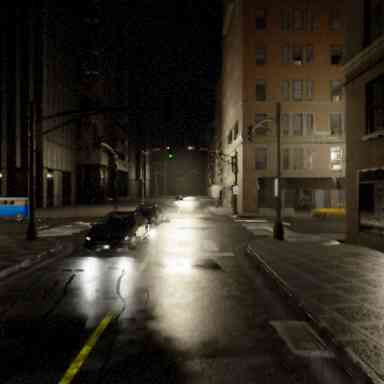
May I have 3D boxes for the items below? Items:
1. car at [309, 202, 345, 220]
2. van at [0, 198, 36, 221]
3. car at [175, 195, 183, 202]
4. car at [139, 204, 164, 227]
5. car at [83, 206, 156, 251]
[{"bbox_3d":[12.121,1.503,27.131,4.829,1.417,1.752,0,0,-1],"label":"car"},{"bbox_3d":[-14.722,1.366,26.727,3.998,1.788,1.690,0,0,-1],"label":"van"},{"bbox_3d":[-2.985,1.452,77.994,2.128,1.511,4.902,0,0,0],"label":"car"},{"bbox_3d":[-2.999,1.545,22.906,2.033,1.411,5.357,0,0,0],"label":"car"},{"bbox_3d":[-2.998,1.543,14.318,2.033,1.411,5.357,0,0,0],"label":"car"}]
